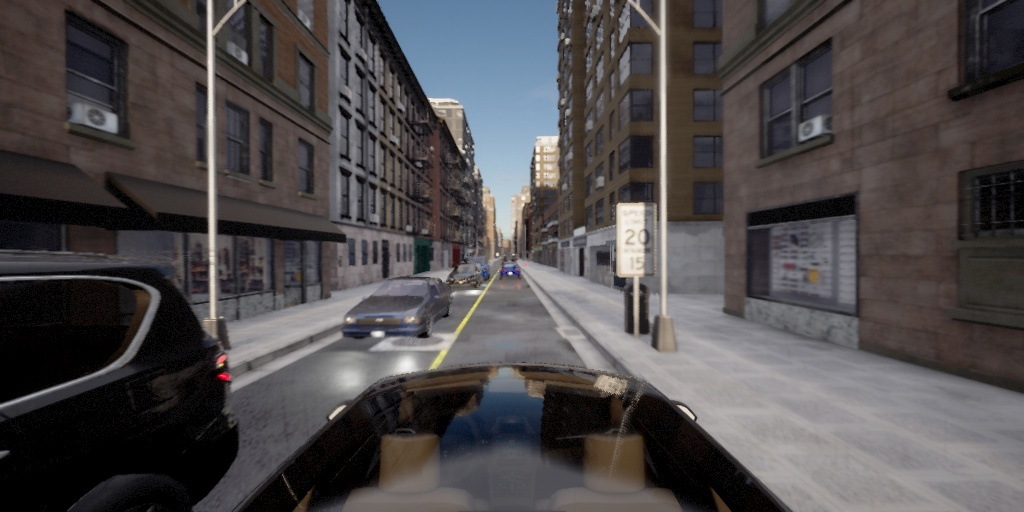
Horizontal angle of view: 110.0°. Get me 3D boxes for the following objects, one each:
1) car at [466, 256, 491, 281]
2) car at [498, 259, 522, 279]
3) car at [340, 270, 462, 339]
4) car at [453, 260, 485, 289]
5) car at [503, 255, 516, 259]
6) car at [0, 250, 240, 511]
[{"bbox_3d":[-2.993,1.014,30.304,2.150,2.045,5.566,0,0,-1],"label":"car"},{"bbox_3d":[-0.151,1.248,31.559,1.812,1.442,4.674,0,0,0],"label":"car"},{"bbox_3d":[-2.908,1.306,10.412,2.033,1.411,5.357,0,0,0],"label":"car"},{"bbox_3d":[-3.012,1.249,23.386,1.837,1.490,4.892,0,1,0],"label":"car"},{"bbox_3d":[-0.309,0.923,48.763,2.150,2.045,5.566,0,0,0],"label":"car"},{"bbox_3d":[-2.852,0.988,0.128,2.150,2.045,5.566,0,0,-3],"label":"car"}]
